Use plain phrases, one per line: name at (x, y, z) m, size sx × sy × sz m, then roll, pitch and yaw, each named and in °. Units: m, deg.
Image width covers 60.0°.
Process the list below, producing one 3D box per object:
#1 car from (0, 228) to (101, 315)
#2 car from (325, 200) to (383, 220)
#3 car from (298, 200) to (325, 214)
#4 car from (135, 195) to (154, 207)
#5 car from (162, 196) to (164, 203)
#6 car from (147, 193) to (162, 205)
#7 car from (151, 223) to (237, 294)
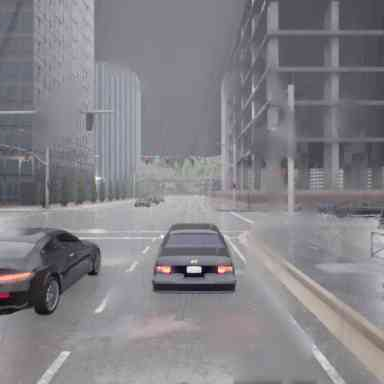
car at (-3.456, 1.525, 7.419) m, size 1.812 × 1.442 × 4.674 m, roll 0°, pitch 0°, yaw 0°
car at (13.643, 1.445, 26.526) m, size 4.892 × 1.490 × 1.837 m, roll 0°, pitch 0°, yaw 0°
car at (12.969, 1.503, 33.733) m, size 4.181 × 1.385 × 1.994 m, roll 0°, pitch 0°, yaw 0°
car at (-7.206, 1.556, 49.195) m, size 1.994 × 1.385 × 4.181 m, roll 0°, pitch 0°, yaw 0°
car at (-7.159, 1.344, 71.366) m, size 2.097 × 1.767 × 4.553 m, roll 0°, pitch 0°, yaw 0°
car at (-7.203, 1.213, 59.923) m, size 2.150 × 2.045 × 5.566 m, roll 0°, pitch 0°, yaw 1°
car at (0.051, 1.546, 8.937) m, size 2.033 × 1.411 × 5.357 m, roll 0°, pitch 0°, yaw 0°
